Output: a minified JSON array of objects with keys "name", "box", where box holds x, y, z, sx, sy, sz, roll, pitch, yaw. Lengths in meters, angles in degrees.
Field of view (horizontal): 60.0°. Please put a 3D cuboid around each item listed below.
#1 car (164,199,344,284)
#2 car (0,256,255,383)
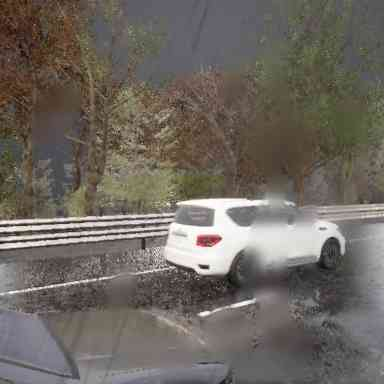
[{"name":"car","box":[1.908,1.216,9.290,5.566,2.045,2.150,0,0,-35]},{"name":"car","box":[-2.183,1.547,2.178,5.357,1.411,2.033,0,0,-35]}]
